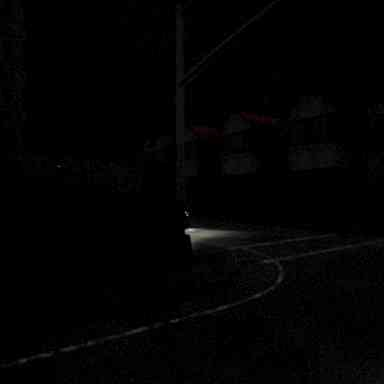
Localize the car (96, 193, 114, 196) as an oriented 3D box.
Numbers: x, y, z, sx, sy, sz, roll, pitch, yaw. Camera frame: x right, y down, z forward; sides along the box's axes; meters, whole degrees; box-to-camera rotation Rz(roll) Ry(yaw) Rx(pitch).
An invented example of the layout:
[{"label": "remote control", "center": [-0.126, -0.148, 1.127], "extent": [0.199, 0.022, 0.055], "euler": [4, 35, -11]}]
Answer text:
[{"label": "car", "center": [-19.169, 1.228, 75.614], "extent": [3.806, 1.475, 1.970], "euler": [0, 0, -36]}]

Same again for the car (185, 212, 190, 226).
[{"label": "car", "center": [-2.105, 1.345, 21.640], "extent": [2.097, 1.767, 4.553], "euler": [0, 0, -36]}]

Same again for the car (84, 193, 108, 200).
[{"label": "car", "center": [-23.219, 1.150, 80.603], "extent": [5.027, 1.636, 2.152], "euler": [0, 0, -36]}]

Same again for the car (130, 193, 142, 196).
[{"label": "car", "center": [-11.317, 1.289, 76.819], "extent": [4.514, 1.523, 2.007], "euler": [0, 0, -36]}]
